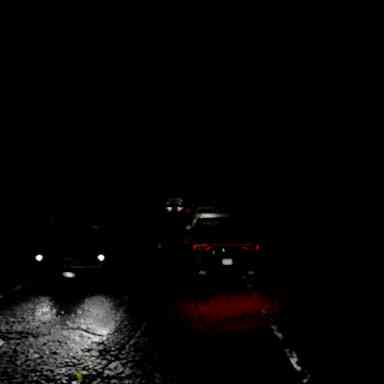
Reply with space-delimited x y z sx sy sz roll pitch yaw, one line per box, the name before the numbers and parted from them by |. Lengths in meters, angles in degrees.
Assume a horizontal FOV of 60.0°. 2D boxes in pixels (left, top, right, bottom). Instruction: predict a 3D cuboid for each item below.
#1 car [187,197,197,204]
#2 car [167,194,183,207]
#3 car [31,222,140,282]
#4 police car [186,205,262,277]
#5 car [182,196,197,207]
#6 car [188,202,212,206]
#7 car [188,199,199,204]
car | 0.044 1.752 66.853 1.895 1.301 4.718 0 0 0
car | -2.797 1.332 53.907 2.150 2.045 5.566 0 -1 0
car | -2.843 1.613 9.908 1.895 1.301 4.718 0 0 0
police car | 0.833 1.439 10.408 1.930 1.638 5.238 0 0 0
car | 0.068 1.581 47.674 2.128 1.511 4.902 0 0 1
car | 0.839 1.555 20.298 1.812 1.442 4.674 0 0 0
car | 0.843 1.545 26.298 1.837 1.490 4.892 0 0 0
